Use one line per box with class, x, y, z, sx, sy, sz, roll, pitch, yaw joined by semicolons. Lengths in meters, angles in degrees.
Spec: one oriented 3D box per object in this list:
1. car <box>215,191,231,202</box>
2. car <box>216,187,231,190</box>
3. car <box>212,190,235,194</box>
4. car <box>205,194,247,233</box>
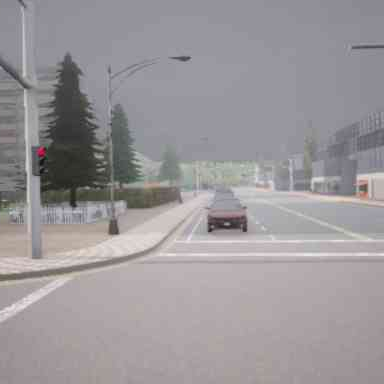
car;4.373;0.578;47.334;2.033;1.411;5.357;-1;1;5
car;3.466;0.464;36.753;2.150;2.045;5.566;-1;1;5
car;2.592;0.919;26.899;1.882;1.535;5.008;-1;1;5
car;1.778;1.111;17.360;1.882;1.535;5.008;-1;1;5
